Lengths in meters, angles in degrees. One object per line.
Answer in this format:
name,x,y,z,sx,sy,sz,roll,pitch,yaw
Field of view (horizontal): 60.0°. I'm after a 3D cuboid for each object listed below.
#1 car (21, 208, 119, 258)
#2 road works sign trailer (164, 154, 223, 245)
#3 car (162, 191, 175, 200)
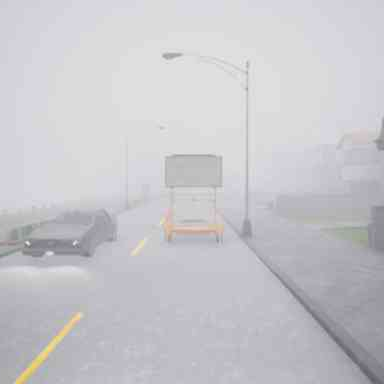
car,-4.044,1.326,12.123,2.033,1.411,5.357,0,1,0
road works sign trailer,0.067,0.212,14.010,2.380,3.560,2.880,0,1,0
car,-3.791,0.554,55.460,2.033,1.411,5.357,0,1,1
